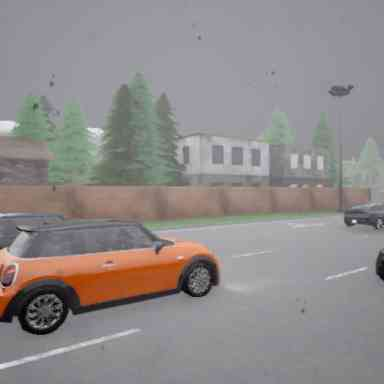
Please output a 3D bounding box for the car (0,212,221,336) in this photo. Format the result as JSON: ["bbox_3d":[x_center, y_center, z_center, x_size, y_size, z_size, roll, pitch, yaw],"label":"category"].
[{"bbox_3d":[-1.573,1.340,6.926,4.553,1.767,2.097,0,0,-36],"label":"car"}]

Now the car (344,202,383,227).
[{"bbox_3d":[11.218,1.409,20.362,4.892,1.490,1.837,0,0,-36],"label":"car"}]

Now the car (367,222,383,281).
[{"bbox_3d":[6.466,1.518,8.365,4.181,1.385,1.994,0,0,-36],"label":"car"}]

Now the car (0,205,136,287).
[{"bbox_3d":[-4.126,1.342,9.402,4.553,1.767,2.097,0,0,-36],"label":"car"}]
